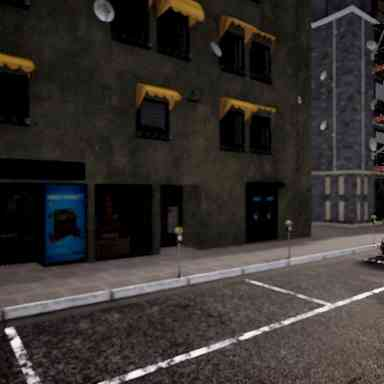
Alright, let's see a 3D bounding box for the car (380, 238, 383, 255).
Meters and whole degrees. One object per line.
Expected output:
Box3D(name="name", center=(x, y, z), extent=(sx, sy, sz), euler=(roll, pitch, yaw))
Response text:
Box3D(name="car", center=(8.793, 1.734, 12.578), extent=(4.206, 1.307, 1.802), euler=(1, -1, -36))
